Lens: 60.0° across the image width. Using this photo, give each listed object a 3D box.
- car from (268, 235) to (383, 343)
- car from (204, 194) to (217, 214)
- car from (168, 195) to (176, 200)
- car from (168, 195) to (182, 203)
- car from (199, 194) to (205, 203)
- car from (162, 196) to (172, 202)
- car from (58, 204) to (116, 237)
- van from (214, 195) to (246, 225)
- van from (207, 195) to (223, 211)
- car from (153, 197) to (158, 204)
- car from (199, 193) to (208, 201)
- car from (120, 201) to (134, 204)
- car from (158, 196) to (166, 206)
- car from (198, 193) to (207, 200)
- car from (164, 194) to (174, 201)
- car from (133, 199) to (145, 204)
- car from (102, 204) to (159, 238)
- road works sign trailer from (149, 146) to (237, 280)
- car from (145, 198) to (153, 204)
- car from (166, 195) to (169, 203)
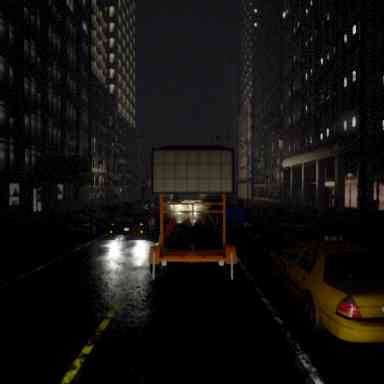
[{"bbox_3d":[2.696,1.518,6.600,1.752,1.417,4.829,-1,0,0],"label":"car"},{"bbox_3d":[2.752,1.279,34.848,2.192,1.841,5.009,-1,0,0],"label":"car"},{"bbox_3d":[-5.508,1.427,91.532,1.752,1.417,4.829,-1,0,0],"label":"car"},{"bbox_3d":[-2.873,1.500,61.436,1.837,1.490,4.892,0,0,0],"label":"car"},{"bbox_3d":[2.814,1.484,63.266,2.008,1.369,4.403,-1,0,0],"label":"car"},{"bbox_3d":[-5.543,1.503,74.651,1.802,1.307,4.206,-1,0,0],"label":"car"},{"bbox_3d":[-5.661,1.532,17.815,2.008,1.369,4.403,-1,0,0],"label":"car"},{"bbox_3d":[2.729,1.317,23.481,1.690,1.788,3.998,-1,0,0],"label":"van"},{"bbox_3d":[2.764,1.299,40.532,1.690,1.788,3.998,-1,0,0],"label":"van"},{"bbox_3d":[-5.614,1.540,40.549,1.802,1.307,4.206,-1,0,0],"label":"car"},{"bbox_3d":[2.858,1.223,86.001,2.192,1.841,5.009,-1,0,0],"label":"car"},{"bbox_3d":[-5.649,1.541,23.498,1.947,1.339,4.313,-1,0,0],"label":"car"},{"bbox_3d":[-5.591,1.497,51.917,2.008,1.369,4.403,-1,0,0],"label":"car"},{"bbox_3d":[2.870,1.217,91.685,2.192,1.841,5.009,-1,0,0],"label":"car"},{"bbox_3d":[-5.532,1.355,80.334,1.967,1.590,4.097,-1,0,0],"label":"car"},{"bbox_3d":[-5.638,1.514,29.182,1.887,1.381,4.507,-1,0,0],"label":"car"},{"bbox_3d":[-3.064,1.545,17.498,1.994,1.385,4.181,0,0,0],"label":"car"},{"bbox_3d":[0.025,0.454,9.838,2.380,3.560,2.880,0,0,0],"label":"road works sign trailer"},{"bbox_3d":[-5.627,1.514,34.866,2.008,1.369,4.403,-1,0,0],"label":"car"},{"bbox_3d":[-5.567,1.484,63.283,2.008,1.369,4.403,-1,0,0],"label":"car"}]
